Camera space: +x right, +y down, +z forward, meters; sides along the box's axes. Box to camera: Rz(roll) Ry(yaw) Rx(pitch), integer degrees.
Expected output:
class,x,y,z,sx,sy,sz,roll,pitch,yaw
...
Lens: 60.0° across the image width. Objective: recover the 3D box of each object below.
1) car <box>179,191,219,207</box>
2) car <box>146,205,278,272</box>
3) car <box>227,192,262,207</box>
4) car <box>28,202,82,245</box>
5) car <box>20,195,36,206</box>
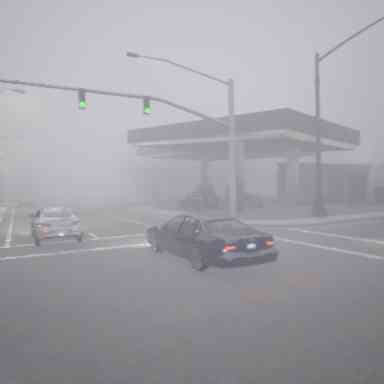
class,x,y,z,sx,sy,sz,roll,pitch,yaw
car,0.540,0.744,30.295,2.242,1.667,4.611,-2,1,-28
car,0.262,1.352,10.293,2.033,1.411,5.357,-2,1,-28
car,5.263,0.751,33.657,1.970,1.475,3.806,-2,1,-28
car,-6.139,1.379,14.881,1.812,1.442,4.674,-2,1,-28
car,-22.855,1.165,46.290,1.812,1.442,4.674,-2,1,-28
